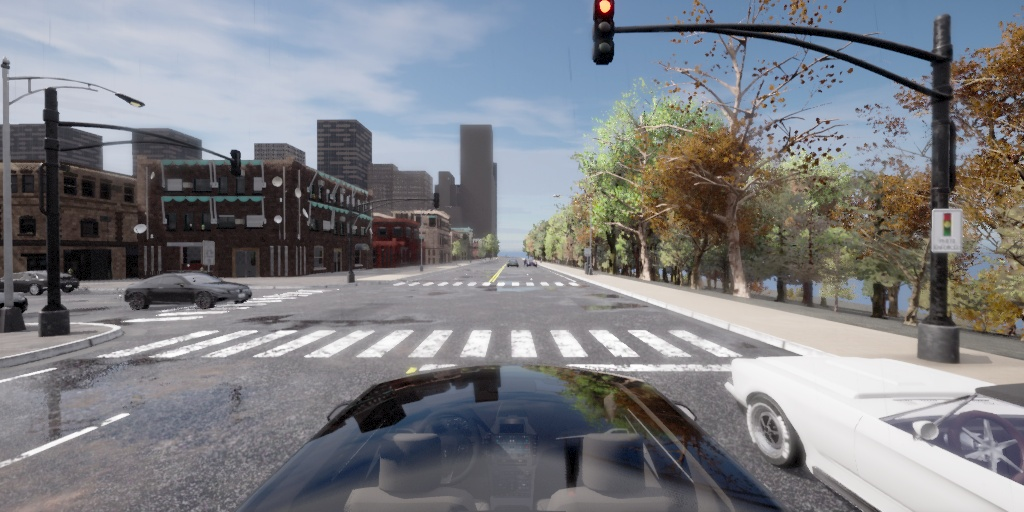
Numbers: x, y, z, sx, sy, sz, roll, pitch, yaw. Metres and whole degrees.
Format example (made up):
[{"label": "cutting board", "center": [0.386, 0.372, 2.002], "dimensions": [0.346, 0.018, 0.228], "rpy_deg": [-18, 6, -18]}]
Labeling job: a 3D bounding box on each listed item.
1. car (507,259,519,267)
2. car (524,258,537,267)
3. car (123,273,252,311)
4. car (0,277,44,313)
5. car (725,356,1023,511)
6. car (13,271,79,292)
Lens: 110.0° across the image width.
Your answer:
[{"label": "car", "center": [0.155, 1.286, 63.434], "dimensions": [1.994, 1.385, 4.181], "rpy_deg": [0, 0, 1]}, {"label": "car", "center": [3.417, 1.323, 63.712], "dimensions": [1.895, 1.301, 4.718], "rpy_deg": [0, 0, 0]}, {"label": "car", "center": [-13.447, 1.411, 14.937], "dimensions": [4.674, 1.442, 1.812], "rpy_deg": [-1, 0, 5]}, {"label": "car", "center": [-19.936, 1.564, 12.575], "dimensions": [4.313, 1.339, 1.948], "rpy_deg": [0, 0, 0]}, {"label": "car", "center": [3.350, 1.351, 1.928], "dimensions": [1.895, 1.301, 4.718], "rpy_deg": [0, 0, 0]}, {"label": "car", "center": [-28.260, 1.558, 21.096], "dimensions": [4.403, 1.370, 2.007], "rpy_deg": [0, 0, 0]}]
